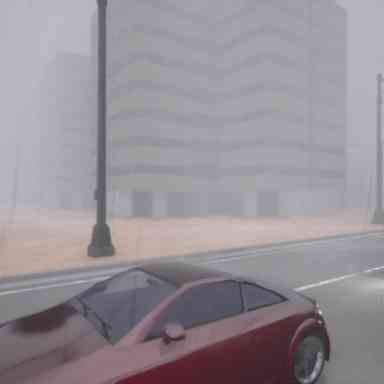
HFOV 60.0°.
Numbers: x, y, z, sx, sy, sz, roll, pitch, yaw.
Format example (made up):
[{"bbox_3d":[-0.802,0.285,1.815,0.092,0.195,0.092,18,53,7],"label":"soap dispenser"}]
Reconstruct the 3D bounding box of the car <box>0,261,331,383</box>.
[{"bbox_3d":[-0.327,1.573,3.757,4.181,1.385,1.994,0,0,-36],"label":"car"}]
